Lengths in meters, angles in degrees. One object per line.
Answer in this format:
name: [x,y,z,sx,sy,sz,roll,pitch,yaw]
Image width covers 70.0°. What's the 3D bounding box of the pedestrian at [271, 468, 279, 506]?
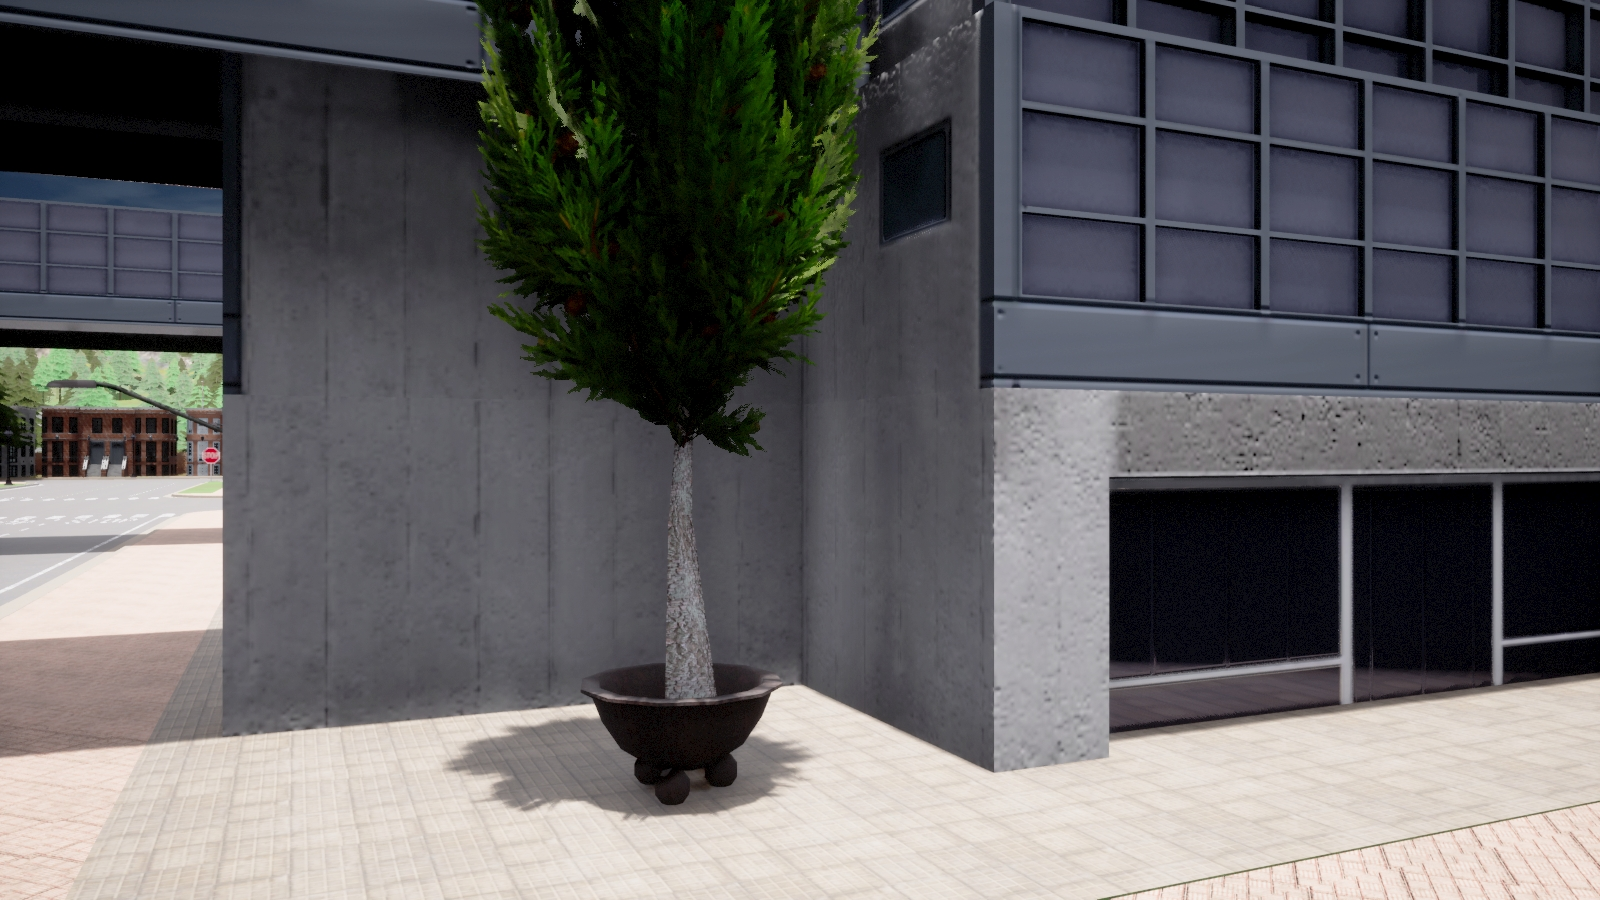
pedestrian: [-26.118,1.849,56.832,0.375,1.860,0.375,0,0,-24]
